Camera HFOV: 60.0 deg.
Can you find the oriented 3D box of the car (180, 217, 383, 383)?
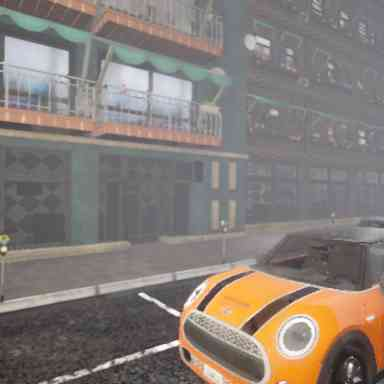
[{"bbox_3d":[2.049,1.346,4.842,4.553,1.767,2.097,0,0,-35],"label":"car"}]

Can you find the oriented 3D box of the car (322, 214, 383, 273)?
[{"bbox_3d":[6.519,1.551,11.198,4.313,1.339,1.947,0,1,-35],"label":"car"}]
